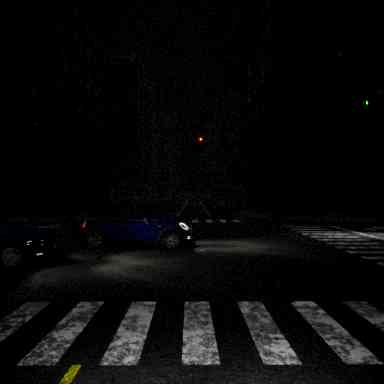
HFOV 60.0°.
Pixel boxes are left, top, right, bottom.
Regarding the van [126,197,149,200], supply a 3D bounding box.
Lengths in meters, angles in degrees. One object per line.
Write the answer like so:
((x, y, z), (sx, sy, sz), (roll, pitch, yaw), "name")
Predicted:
((-5.680, 1.342, 33.383), (1.690, 1.788, 3.998), (0, 0, 0), "van")

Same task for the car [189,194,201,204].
((0.346, 1.564, 63.712), (1.994, 1.385, 4.181), (0, 0, 0), "car")

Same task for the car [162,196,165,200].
((-5.586, 1.584, 50.388), (1.802, 1.307, 4.206), (0, 0, 0), "car")

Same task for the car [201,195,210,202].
((3.095, 1.434, 78.692), (1.967, 1.590, 4.097), (0, 0, 0), "car")

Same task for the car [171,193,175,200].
((-5.462, 1.541, 73.060), (1.887, 1.381, 4.507), (0, 0, 0), "car")

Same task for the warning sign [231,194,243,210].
((5.280, 1.117, 39.319), (1.300, 1.860, 1.060), (0, 0, 0), "warning sign")

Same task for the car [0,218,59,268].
((-6.872, 1.472, 10.621), (5.008, 1.535, 1.882), (0, 0, 0), "car")

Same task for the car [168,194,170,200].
((-5.525, 1.525, 61.554), (1.752, 1.417, 4.829), (0, 0, 0), "car")

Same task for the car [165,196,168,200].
((-5.555, 1.567, 56.056), (1.947, 1.339, 4.313), (0, 0, 0), "car")

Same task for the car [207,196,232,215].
((2.846, 1.441, 33.339), (1.967, 1.590, 4.097), (0, 0, 0), "car")

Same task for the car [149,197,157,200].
((-5.648, 1.442, 39.051), (1.967, 1.590, 4.097), (0, 0, 0), "car")

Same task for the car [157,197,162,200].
((-5.617, 1.567, 44.720), (1.947, 1.339, 4.313), (0, 0, 0), "car")

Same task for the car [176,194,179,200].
((-5.369, 1.304, 90.065), (2.192, 1.841, 5.009), (0, 0, 0), "car")

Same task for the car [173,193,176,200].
((-5.432, 1.520, 78.559), (1.752, 1.417, 4.829), (0, 0, 0), "car")

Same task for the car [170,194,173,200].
((-5.493, 1.564, 67.392), (1.947, 1.339, 4.313), (0, 0, 0), "car")

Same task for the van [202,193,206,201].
((2.970, 1.342, 56.015), (1.690, 1.788, 3.998), (0, 0, 0), "van")

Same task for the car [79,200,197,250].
((-2.199, 1.351, 13.890), (4.553, 1.767, 2.097), (0, 0, 0), "car")

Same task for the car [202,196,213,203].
((3.033, 1.549, 67.354), (2.008, 1.369, 4.403), (0, 0, 0), "car")

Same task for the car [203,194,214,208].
((2.908, 1.442, 44.676), (1.967, 1.590, 4.097), (0, 0, 0), "car")
